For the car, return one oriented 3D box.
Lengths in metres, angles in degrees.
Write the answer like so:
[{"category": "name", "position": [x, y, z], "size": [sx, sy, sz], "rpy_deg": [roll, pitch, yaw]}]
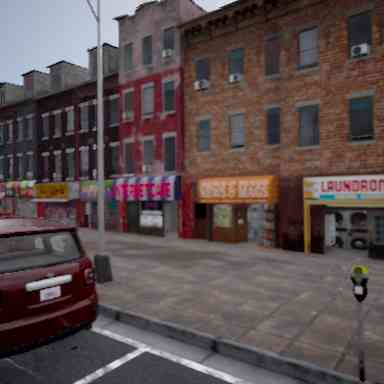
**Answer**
[{"category": "car", "position": [-3.670, 1.319, 5.443], "size": [5.009, 1.841, 2.192], "rpy_deg": [0, -1, 36]}]
